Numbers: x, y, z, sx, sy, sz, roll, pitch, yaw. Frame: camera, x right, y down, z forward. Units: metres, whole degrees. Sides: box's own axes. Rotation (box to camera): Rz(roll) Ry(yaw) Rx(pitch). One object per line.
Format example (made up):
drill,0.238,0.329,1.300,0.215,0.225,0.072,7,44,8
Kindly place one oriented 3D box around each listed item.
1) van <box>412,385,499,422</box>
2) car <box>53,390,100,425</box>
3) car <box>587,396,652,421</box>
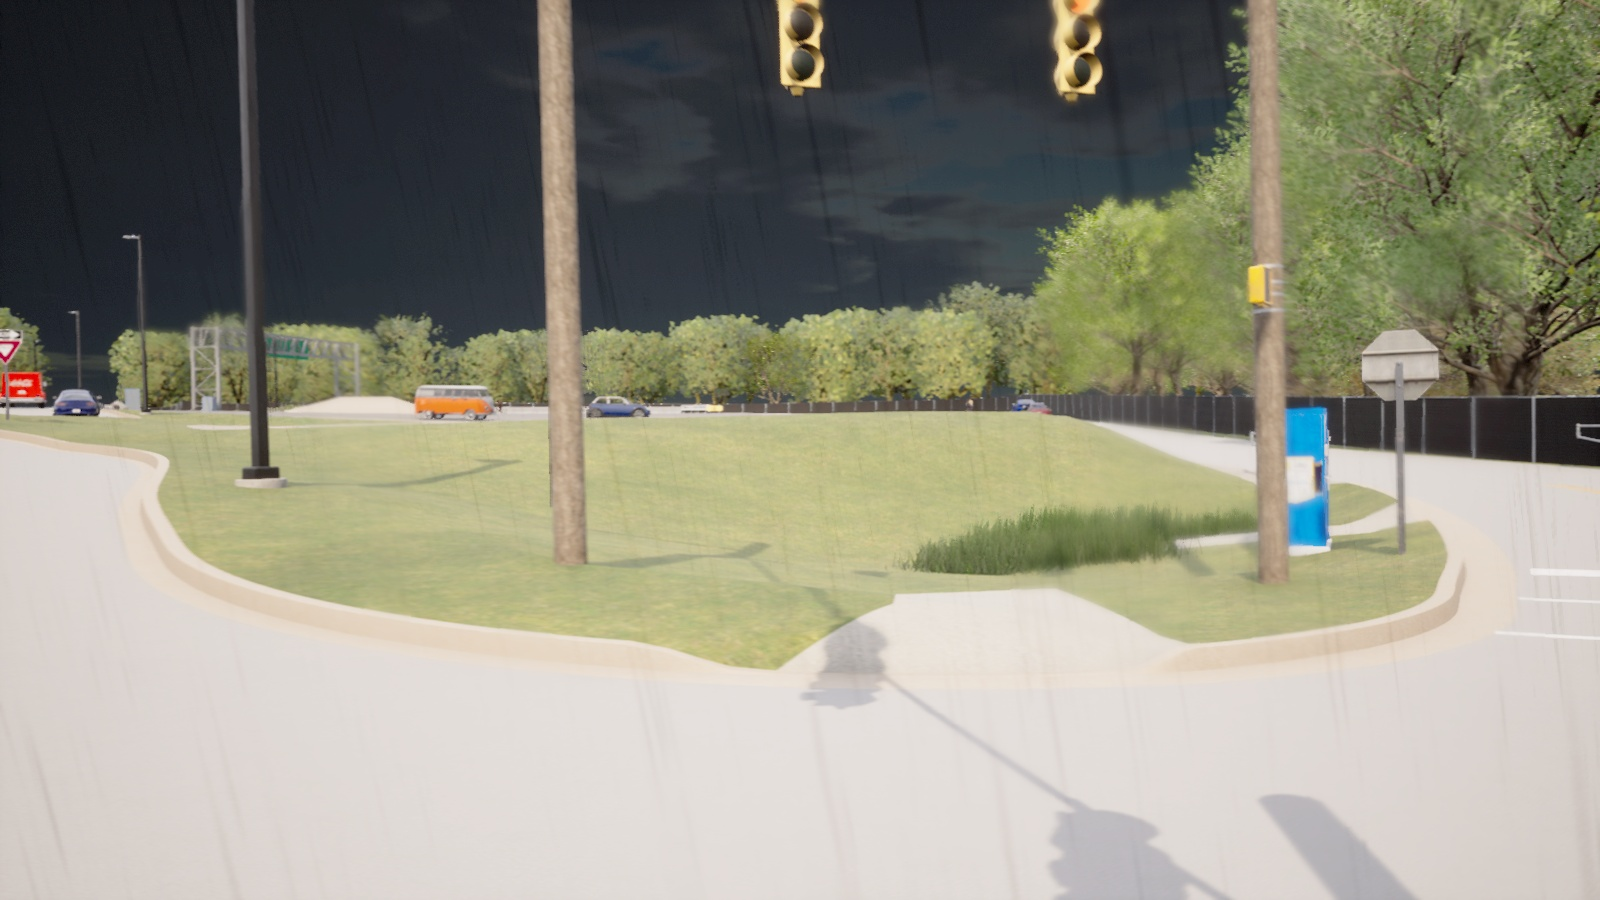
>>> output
van,-19.604,-2.642,71.471,4.442,1.987,1.775,1,3,8
car,-34.146,-2.027,59.325,1.812,1.442,4.674,-2,5,-29
car,-10.756,-2.489,75.156,3.806,1.475,1.970,0,2,-7
